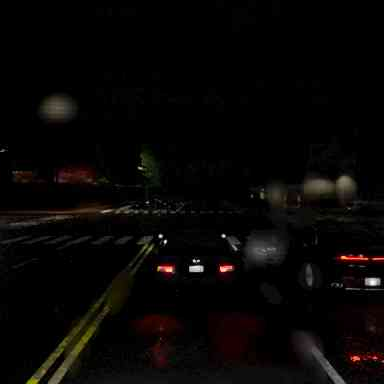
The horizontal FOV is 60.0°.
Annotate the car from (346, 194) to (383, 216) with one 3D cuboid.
[{"bbox_3d":[17.792,1.220,31.803,5.566,2.045,2.150,0,0,0],"label":"car"}]

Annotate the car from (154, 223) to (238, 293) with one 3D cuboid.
[{"bbox_3d":[0.025,1.547,8.993,2.033,1.411,5.357,0,0,-1],"label":"car"}]

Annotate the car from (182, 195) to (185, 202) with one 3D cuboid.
[{"bbox_3d":[-2.741,1.472,77.881,1.837,1.490,4.892,0,0,8],"label":"car"}]

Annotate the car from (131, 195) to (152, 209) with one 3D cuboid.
[{"bbox_3d":[-7.017,1.502,45.222,1.837,1.490,4.892,0,0,1],"label":"car"}]

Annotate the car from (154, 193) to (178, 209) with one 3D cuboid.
[{"bbox_3d":[-3.514,1.220,46.151,2.150,2.045,5.566,0,0,1],"label":"car"}]

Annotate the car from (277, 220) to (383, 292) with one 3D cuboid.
[{"bbox_3d":[3.605,1.504,8.919,1.837,1.490,4.892,0,0,2],"label":"car"}]

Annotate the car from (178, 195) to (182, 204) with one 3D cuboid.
[{"bbox_3d":[-3.339,1.598,62.754,1.895,1.301,4.718,0,0,1],"label":"car"}]

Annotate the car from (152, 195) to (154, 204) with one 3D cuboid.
[{"bbox_3d":[-6.897,1.349,59.096,2.097,1.767,4.553,0,0,1],"label":"car"}]

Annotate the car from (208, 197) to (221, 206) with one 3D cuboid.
[{"bbox_3d":[3.740,1.562,54.604,1.994,1.385,4.181,0,0,0],"label":"car"}]
